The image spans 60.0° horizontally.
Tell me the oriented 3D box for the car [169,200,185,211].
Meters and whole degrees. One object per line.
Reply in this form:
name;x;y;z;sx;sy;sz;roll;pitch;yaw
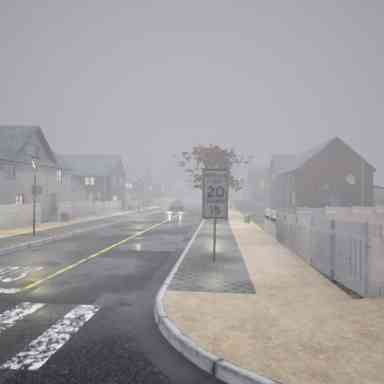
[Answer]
car;-2.139;1.977;47.832;1.837;1.490;4.892;1;-1;5
